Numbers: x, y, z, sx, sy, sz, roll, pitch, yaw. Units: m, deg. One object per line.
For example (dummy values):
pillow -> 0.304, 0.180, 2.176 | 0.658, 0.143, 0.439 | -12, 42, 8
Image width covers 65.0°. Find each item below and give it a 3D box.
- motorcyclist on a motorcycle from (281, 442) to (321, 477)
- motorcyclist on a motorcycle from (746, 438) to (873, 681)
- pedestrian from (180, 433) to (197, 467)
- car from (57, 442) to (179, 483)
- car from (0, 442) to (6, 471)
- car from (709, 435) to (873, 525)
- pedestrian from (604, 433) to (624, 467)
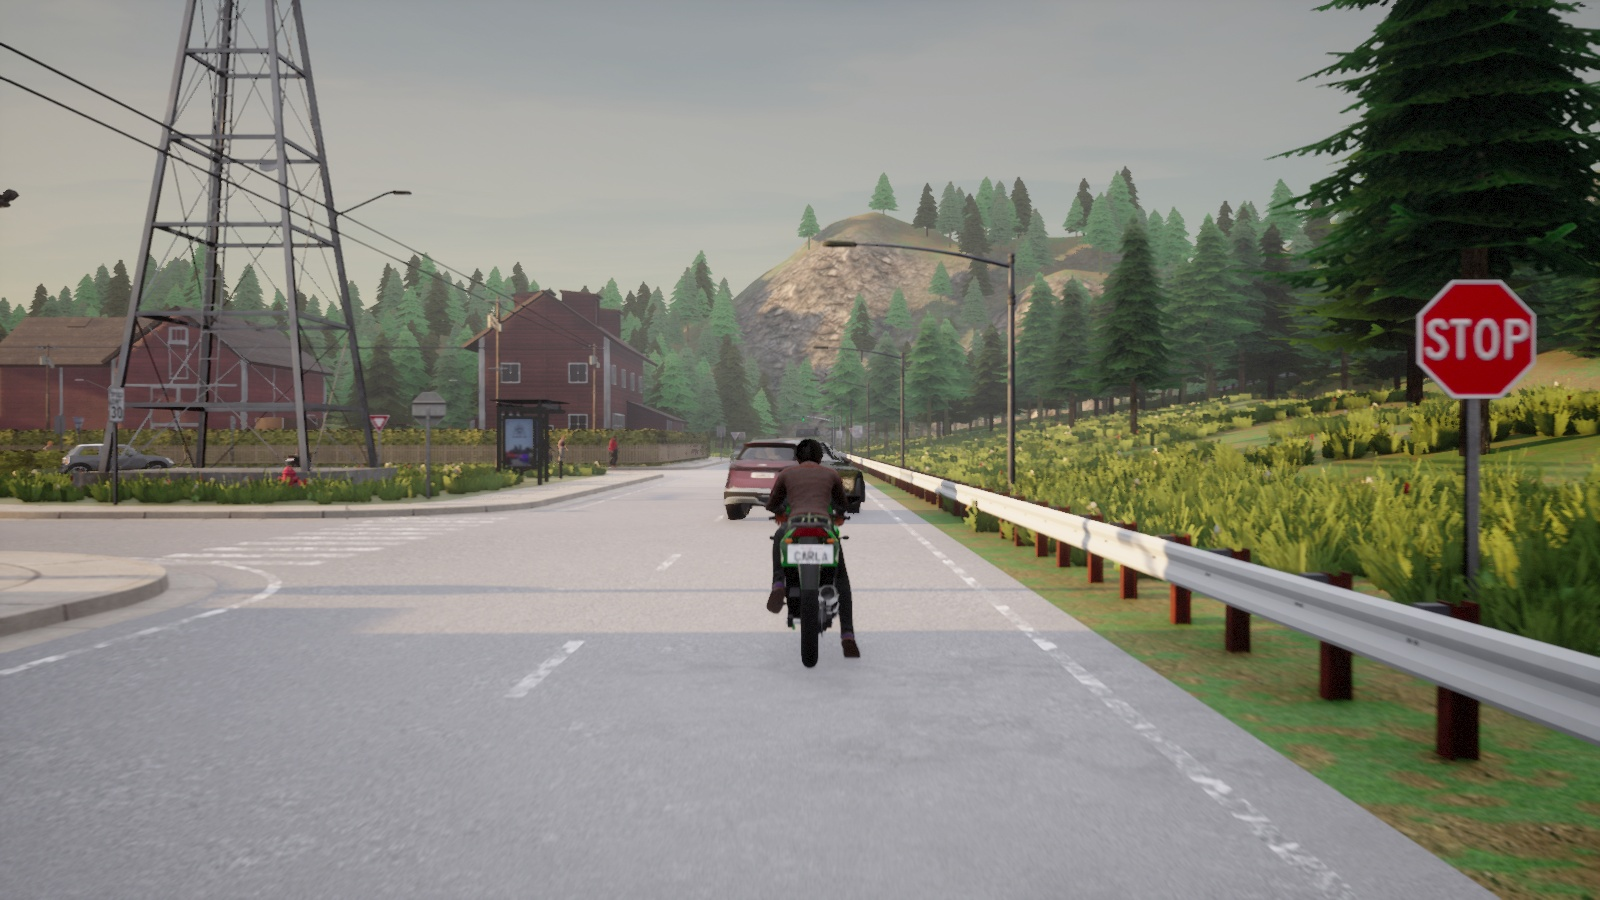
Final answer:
motorcyclist on a motorcycle -> -22.221, 0.395, 55.956 | 0.797, 1.523, 2.044 | 1, 0, 6
motorcyclist on a motorcycle -> 0.066, 0.679, 8.879 | 0.797, 1.523, 2.044 | 0, 0, 0
pedestrian -> -33.433, -0.012, 68.645 | 0.726, 1.835, 0.370 | 0, 0, 0
car -> -25.502, 0.427, 46.988 | 3.806, 1.475, 1.970 | 0, 0, -36
car -> -43.999, 0.346, 64.675 | 4.792, 1.488, 2.163 | 0, 0, 0
car -> -0.042, 0.532, 25.652 | 2.033, 1.649, 4.856 | 1, 0, 16
pedestrian -> -10.108, 0.010, 68.130 | 0.899, 1.844, 0.634 | 0, 0, 11
